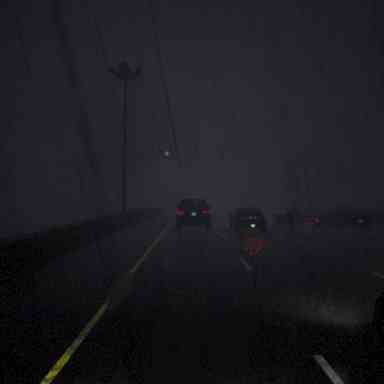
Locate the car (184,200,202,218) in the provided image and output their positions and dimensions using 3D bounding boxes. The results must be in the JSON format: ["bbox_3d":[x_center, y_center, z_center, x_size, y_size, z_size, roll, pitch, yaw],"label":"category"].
[{"bbox_3d":[0.108,2.115,41.128,2.150,2.045,5.566,0,-3,0],"label":"car"}]

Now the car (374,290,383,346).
[{"bbox_3d":[3.601,1.532,2.968,1.837,1.490,4.892,0,0,0],"label":"car"}]

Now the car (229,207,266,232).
[{"bbox_3d":[3.602,1.770,22.009,1.837,1.490,4.892,0,-1,0],"label":"car"}]

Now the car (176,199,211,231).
[{"bbox_3d":[0.104,1.505,23.043,2.150,2.045,5.566,0,-1,0],"label":"car"}]

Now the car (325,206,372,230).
[{"bbox_3d":[10.602,1.754,23.413,1.882,1.535,5.008,0,-1,0],"label":"car"}]

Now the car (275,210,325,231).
[{"bbox_3d":[7.101,1.871,22.828,1.895,1.301,4.718,0,-1,0],"label":"car"}]
